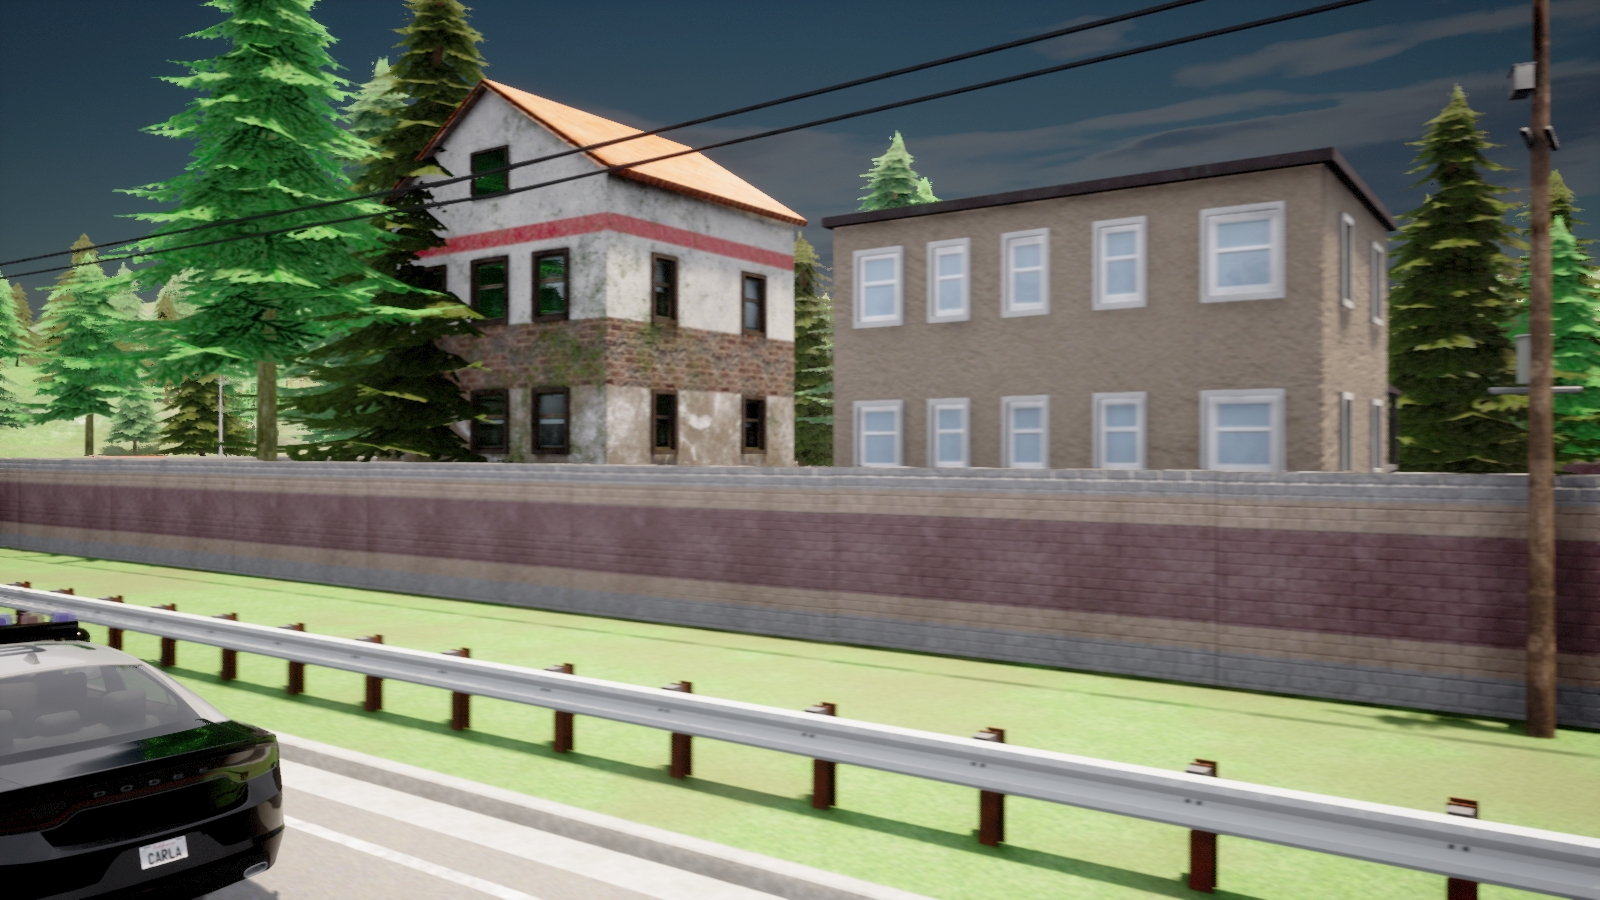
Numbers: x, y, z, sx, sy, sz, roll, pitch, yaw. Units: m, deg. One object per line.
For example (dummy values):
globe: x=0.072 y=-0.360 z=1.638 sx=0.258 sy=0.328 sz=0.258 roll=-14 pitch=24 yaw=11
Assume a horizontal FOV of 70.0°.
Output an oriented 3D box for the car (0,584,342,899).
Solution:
car: x=-5.572 y=1.982 z=7.687 sx=5.238 sy=1.638 sz=2.097 roll=0 pitch=0 yaw=35
